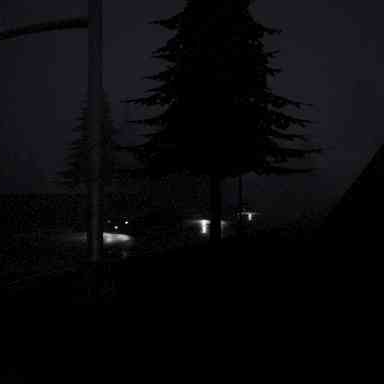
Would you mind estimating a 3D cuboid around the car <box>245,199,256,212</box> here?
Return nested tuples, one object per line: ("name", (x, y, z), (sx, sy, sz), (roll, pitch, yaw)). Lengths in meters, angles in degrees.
("car", (6.439, 1.547, 38.998), (2.033, 1.411, 5.357), (0, 0, 16))

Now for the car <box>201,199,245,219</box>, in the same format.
("car", (2.671, 1.547, 29.261), (2.033, 1.411, 5.357), (0, 0, 26))

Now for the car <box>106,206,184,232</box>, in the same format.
("car", (-2.648, 1.547, 20.392), (2.033, 1.411, 5.357), (0, 0, 35))
